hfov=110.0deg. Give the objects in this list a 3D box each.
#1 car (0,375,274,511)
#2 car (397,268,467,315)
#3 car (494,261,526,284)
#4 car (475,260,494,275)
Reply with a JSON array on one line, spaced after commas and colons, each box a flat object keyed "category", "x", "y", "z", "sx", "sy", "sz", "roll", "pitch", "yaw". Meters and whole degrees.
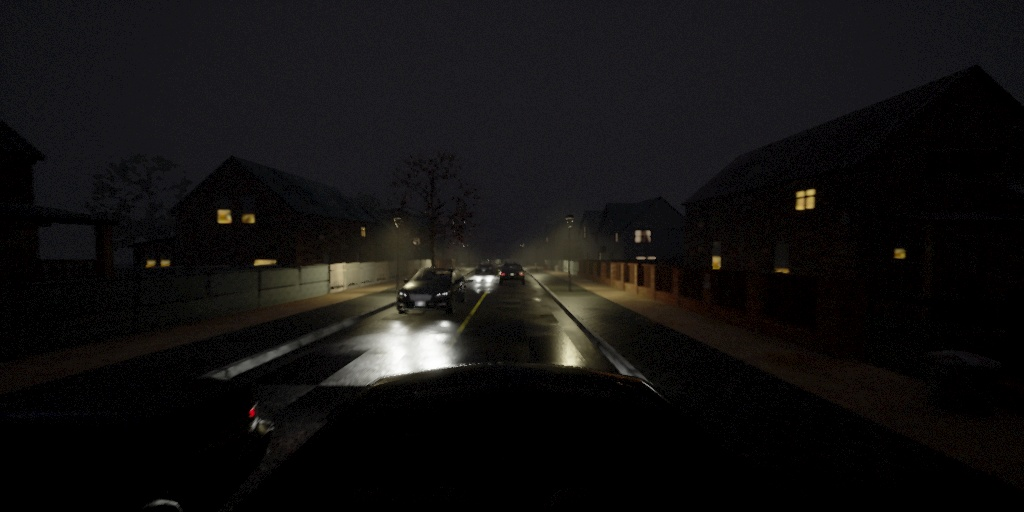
[{"category": "car", "x": -2.852, "y": 1.304, "z": 0.515, "sx": 2.033, "sy": 1.411, "sz": 5.357, "roll": 0, "pitch": 0, "yaw": 0}, {"category": "car", "x": -2.835, "y": 1.202, "z": 13.530, "sx": 2.128, "sy": 1.511, "sz": 4.902, "roll": 0, "pitch": 0, "yaw": 0}, {"category": "car", "x": 0.027, "y": 1.244, "z": 26.141, "sx": 2.033, "sy": 1.411, "sz": 5.357, "roll": 0, "pitch": 0, "yaw": 0}, {"category": "car", "x": -2.860, "y": 1.196, "z": 38.351, "sx": 2.128, "sy": 1.511, "sz": 4.902, "roll": 0, "pitch": 0, "yaw": -1}]
